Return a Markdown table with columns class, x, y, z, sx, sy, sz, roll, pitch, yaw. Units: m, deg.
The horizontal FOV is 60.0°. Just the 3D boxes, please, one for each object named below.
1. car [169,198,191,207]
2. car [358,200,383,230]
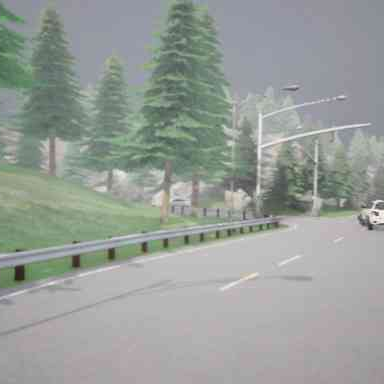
| class | x | y | z | sx | sy | sz | roll | pitch | yaw |
| --- | --- | --- | --- | --- | --- | --- | --- | --- | --- |
| car | -1.428 | 1.455 | 40.913 | 4.674 | 1.442 | 1.812 | 2 | 0 | 36 |
| car | 13.686 | 1.618 | 24.101 | 2.150 | 2.045 | 5.566 | 3 | 1 | 19 |
